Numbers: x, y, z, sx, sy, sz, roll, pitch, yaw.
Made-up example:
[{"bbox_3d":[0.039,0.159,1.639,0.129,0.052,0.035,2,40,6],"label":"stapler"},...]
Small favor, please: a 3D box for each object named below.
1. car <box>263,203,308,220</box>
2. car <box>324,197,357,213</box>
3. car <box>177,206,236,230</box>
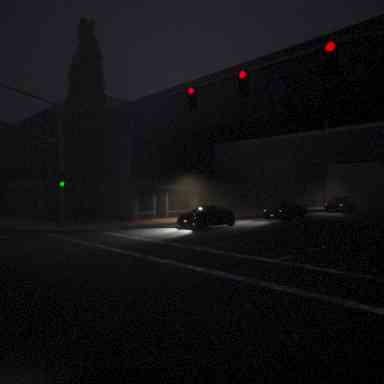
[{"bbox_3d":[8.056,1.594,28.532,4.718,1.301,1.895,0,0,-45],"label":"car"},{"bbox_3d":[16.422,1.315,36.722,4.553,1.767,2.097,0,0,-44],"label":"car"},{"bbox_3d":[1.008,1.583,21.621,4.181,1.385,1.994,0,0,-44],"label":"car"}]
